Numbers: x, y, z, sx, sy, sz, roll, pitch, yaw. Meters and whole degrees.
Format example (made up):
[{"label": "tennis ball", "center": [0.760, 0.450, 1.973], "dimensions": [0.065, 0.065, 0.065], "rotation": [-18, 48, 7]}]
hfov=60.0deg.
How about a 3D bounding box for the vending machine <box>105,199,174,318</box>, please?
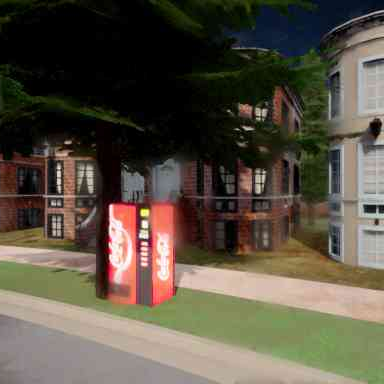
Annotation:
[{"label": "vending machine", "center": [-1.018, 1.195, 6.631], "dimensions": [0.880, 2.100, 1.100], "rotation": [0, 0, 30]}]
